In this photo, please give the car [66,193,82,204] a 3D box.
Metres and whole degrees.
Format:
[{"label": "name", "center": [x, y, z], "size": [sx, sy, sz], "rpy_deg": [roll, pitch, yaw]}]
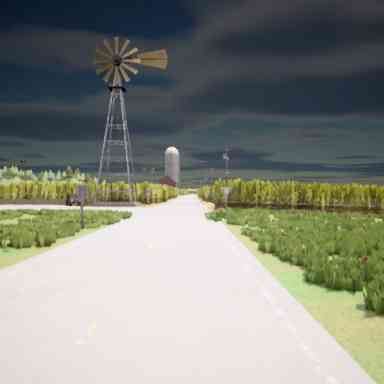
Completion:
[{"label": "car", "center": [-17.222, 1.168, 48.586], "size": [1.905, 1.878, 3.866], "rpy_deg": [0, 0, -31]}]
